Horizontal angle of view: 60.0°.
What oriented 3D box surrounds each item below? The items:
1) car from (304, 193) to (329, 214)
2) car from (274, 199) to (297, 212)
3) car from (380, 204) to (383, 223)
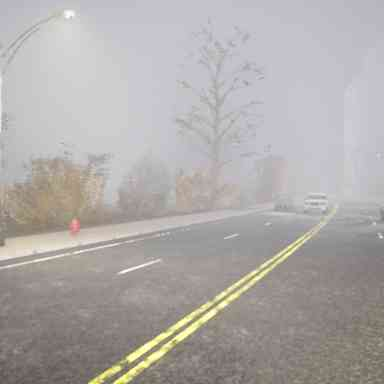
[{"bbox_3d":[13.317,1.164,35.436,2.150,2.045,5.566,1,0,25],"label":"car"},{"bbox_3d":[10.391,1.471,36.860,1.994,1.385,4.181,1,0,25],"label":"car"},{"bbox_3d":[15.648,1.363,25.390,2.097,1.767,4.553,1,0,26],"label":"car"}]
